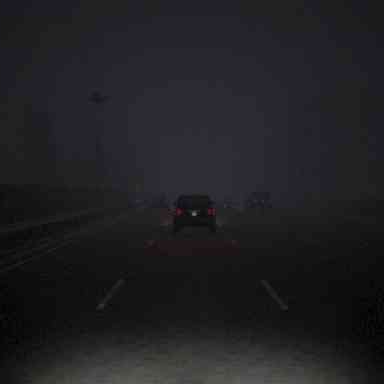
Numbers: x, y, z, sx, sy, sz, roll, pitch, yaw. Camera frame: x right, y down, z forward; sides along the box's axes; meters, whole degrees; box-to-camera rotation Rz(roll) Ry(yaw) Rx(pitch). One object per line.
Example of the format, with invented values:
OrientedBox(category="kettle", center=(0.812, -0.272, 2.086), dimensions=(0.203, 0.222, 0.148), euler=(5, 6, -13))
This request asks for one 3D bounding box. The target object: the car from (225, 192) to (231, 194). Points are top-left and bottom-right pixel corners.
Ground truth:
OrientedBox(category="car", center=(10.152, 0.819, 94.493), dimensions=(2.128, 1.511, 4.902), euler=(0, 0, 0))

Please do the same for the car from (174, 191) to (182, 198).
OrientedBox(category="car", center=(-3.845, 0.673, 93.730), dimensions=(2.097, 1.767, 4.553), euler=(0, 0, 0))

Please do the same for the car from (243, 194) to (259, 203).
OrientedBox(category="car", center=(10.363, 1.119, 58.713), dimensions=(1.994, 1.385, 4.181), euler=(0, 0, 0))

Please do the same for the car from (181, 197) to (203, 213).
OrientedBox(category="car", center=(0.016, 1.296, 34.230), dimensions=(2.033, 1.411, 5.357), euler=(0, 0, 0))

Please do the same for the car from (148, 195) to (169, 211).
OrientedBox(category="car", center=(-3.474, 1.090, 36.156), dimensions=(2.097, 1.767, 4.553), euler=(0, 0, 0))

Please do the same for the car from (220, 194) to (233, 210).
OrientedBox(category="car", center=(3.520, 1.240, 38.153), dimensions=(1.812, 1.442, 4.674), euler=(0, 1, 0))

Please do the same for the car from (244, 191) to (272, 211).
OrientedBox(category="car", center=(7.019, 0.954, 35.523), dimensions=(2.150, 2.045, 5.566), euler=(0, 1, 0))

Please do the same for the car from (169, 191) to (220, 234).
OrientedBox(category="car", center=(0.105, 1.090, 18.348), dimensions=(2.150, 2.045, 5.566), euler=(0, 1, 0))
